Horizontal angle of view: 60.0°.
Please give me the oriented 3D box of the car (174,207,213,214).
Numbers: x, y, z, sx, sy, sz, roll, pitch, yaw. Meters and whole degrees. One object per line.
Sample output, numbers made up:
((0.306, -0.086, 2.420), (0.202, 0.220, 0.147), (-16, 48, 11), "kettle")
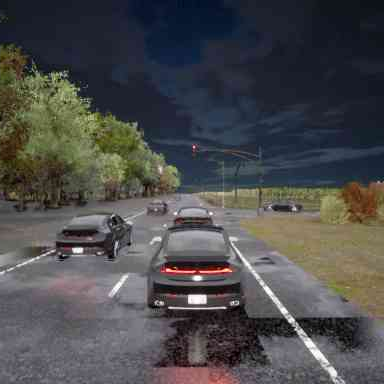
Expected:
((0.063, 1.482, 17.100), (1.882, 1.535, 5.008), (0, 0, 0), "car")

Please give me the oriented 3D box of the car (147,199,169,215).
((-3.481, 1.499, 34.442), (2.128, 1.511, 4.902), (0, 0, 0), "car")

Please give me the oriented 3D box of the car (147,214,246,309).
((0.081, 1.507, 7.855), (1.837, 1.490, 4.892), (0, 0, 0), "car")

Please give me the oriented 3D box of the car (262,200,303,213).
((10.804, 1.688, 40.195), (4.892, 1.490, 1.837), (0, -1, 7), "car")

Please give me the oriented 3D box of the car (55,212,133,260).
((-3.427, 1.507, 12.403), (1.837, 1.490, 4.892), (0, 0, 0), "car")

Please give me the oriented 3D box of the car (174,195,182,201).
((-3.703, 1.524, 86.608), (2.128, 1.511, 4.902), (0, 0, 0), "car")
